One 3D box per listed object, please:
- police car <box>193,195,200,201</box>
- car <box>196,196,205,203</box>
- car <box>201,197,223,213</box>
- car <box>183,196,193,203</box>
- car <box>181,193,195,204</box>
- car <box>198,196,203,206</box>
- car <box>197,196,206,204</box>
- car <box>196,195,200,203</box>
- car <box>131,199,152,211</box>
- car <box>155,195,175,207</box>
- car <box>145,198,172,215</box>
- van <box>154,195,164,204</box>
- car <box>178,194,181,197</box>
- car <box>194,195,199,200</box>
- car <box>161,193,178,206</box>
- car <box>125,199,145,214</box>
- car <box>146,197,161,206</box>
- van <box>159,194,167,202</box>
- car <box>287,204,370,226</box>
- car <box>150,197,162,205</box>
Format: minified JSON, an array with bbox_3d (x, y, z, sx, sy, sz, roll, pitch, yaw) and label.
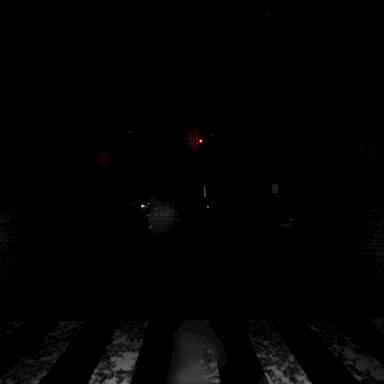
[{"bbox_3d":[1.193,1.532,90.614,1.930,1.638,5.238,0,0,-1],"label":"police car"},{"bbox_3d":[1.839,1.645,73.217,1.947,1.339,4.313,0,0,-1],"label":"car"},{"bbox_3d":[2.372,1.584,36.437,2.008,1.369,4.403,0,0,-1],"label":"car"},{"bbox_3d":[-0.951,1.607,75.307,2.128,1.511,4.902,0,0,-1],"label":"car"},{"bbox_3d":[-0.700,1.559,64.889,2.128,1.511,4.902,0,0,-1],"label":"car"},{"bbox_3d":[2.214,1.590,47.325,1.887,1.381,4.507,0,0,-1],"label":"car"},{"bbox_3d":[1.913,1.597,68.098,1.752,1.417,4.829,0,0,-1],"label":"car"},{"bbox_3d":[2.135,1.602,52.769,2.008,1.369,4.403,0,0,-1],"label":"car"},{"bbox_3d":[-6.225,1.589,41.309,2.008,1.369,4.403,0,0,-1],"label":"car"},{"bbox_3d":[-3.589,1.518,43.534,1.882,1.535,5.008,0,0,-1],"label":"car"},{"bbox_3d":[-3.470,1.595,34.721,1.994,1.385,4.181,0,0,-2],"label":"car"},{"bbox_3d":[-6.593,1.411,66.704,1.690,1.788,3.998,0,0,-1],"label":"van"},{"bbox_3d":[-3.837,1.558,63.739,2.128,1.511,4.902,0,0,0],"label":"car"},{"bbox_3d":[1.992,1.615,62.640,2.008,1.369,4.403,0,0,-1],"label":"car"},{"bbox_3d":[-3.717,1.403,52.831,2.097,1.767,4.553,0,0,-1],"label":"car"},{"bbox_3d":[-6.152,1.584,36.317,2.008,1.369,4.403,0,0,-1],"label":"car"},{"bbox_3d":[-6.436,1.622,55.879,1.947,1.339,4.313,0,0,-1],"label":"car"},{"bbox_3d":[-6.750,1.428,77.530,1.690,1.788,3.998,0,0,-1],"label":"van"},{"bbox_3d":[8.613,1.426,21.358,4.718,1.301,1.895,-1,0,4],"label":"car"},{"bbox_3d":[-6.512,1.588,61.122,1.752,1.417,4.829,0,0,-1],"label":"car"}]
